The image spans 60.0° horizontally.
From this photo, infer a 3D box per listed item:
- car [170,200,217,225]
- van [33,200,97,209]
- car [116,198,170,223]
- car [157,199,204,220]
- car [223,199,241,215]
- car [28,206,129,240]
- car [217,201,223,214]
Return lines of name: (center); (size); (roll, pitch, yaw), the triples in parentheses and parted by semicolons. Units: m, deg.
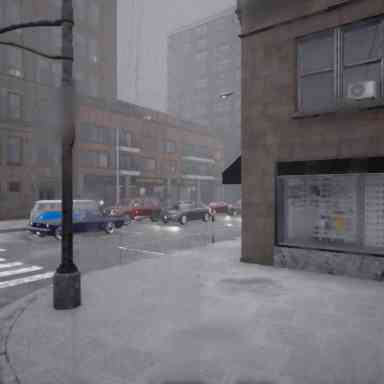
car: (-0.403, 1.527, 24.854); (1.837, 1.490, 4.892); (0, 0, 36)
van: (-7.512, 1.356, 19.730); (1.690, 1.788, 3.998); (0, 0, 36)
car: (-4.233, 1.334, 24.265); (2.192, 1.841, 5.009); (0, 0, 36)
car: (-0.955, 1.464, 28.800); (1.967, 1.590, 4.097); (0, 0, 36)
car: (5.370, 1.381, 32.827); (2.097, 1.767, 4.553); (0, 0, 36)
car: (-5.876, 1.615, 17.326); (1.895, 1.301, 4.718); (0, 0, 37)
car: (2.323, 1.572, 33.335); (1.887, 1.381, 4.507); (0, 0, 36)
